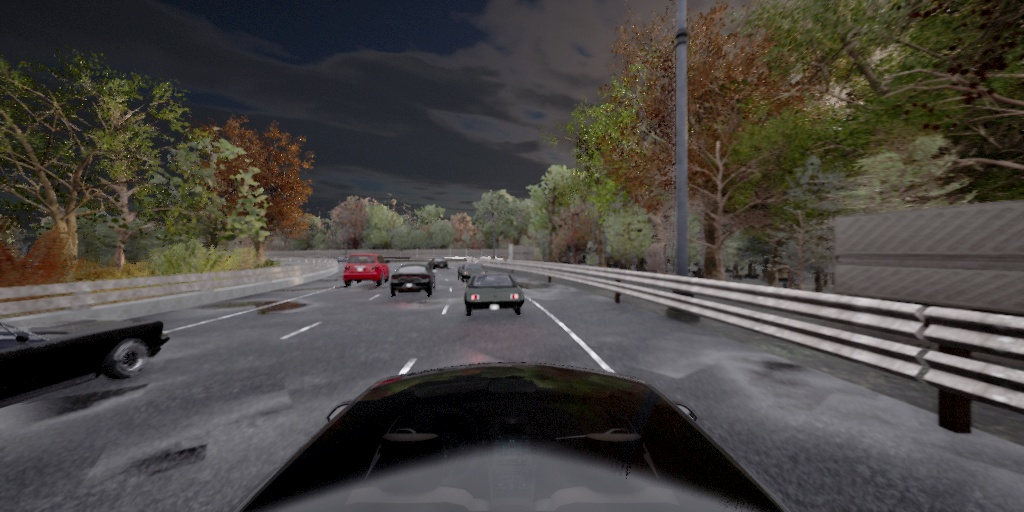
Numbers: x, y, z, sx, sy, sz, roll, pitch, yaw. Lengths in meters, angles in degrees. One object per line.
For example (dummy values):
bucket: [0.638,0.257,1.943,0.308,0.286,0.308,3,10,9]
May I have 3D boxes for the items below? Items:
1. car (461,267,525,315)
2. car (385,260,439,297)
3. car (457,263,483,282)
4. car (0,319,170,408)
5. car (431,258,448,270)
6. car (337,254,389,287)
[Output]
car: [-0.783,1.278,13.256,1.895,1.301,4.718,0,0,-6]
car: [-4.990,1.141,18.495,1.882,1.535,5.008,0,0,-9]
car: [-3.071,1.197,27.013,1.895,1.301,4.718,0,0,-13]
car: [-7.055,1.370,4.287,1.895,1.301,4.718,0,0,-2]
car: [-9.523,0.981,45.913,1.882,1.535,5.008,0,0,-23]
car: [-9.498,0.873,23.729,2.150,2.045,5.566,0,0,-12]
